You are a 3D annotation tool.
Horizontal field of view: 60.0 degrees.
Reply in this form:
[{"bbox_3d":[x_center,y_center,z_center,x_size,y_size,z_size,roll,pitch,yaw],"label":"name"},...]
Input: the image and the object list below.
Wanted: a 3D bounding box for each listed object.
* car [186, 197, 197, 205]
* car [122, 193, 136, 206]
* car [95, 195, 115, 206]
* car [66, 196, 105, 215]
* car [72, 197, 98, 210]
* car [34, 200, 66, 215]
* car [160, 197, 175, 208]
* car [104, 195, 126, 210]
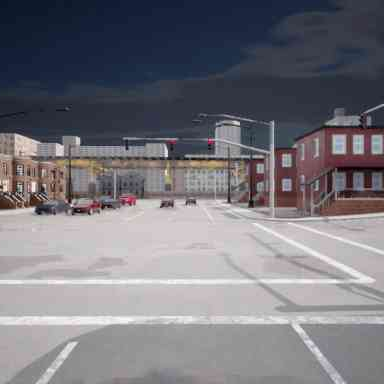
[{"bbox_3d":[-0.168,1.526,58.619,1.812,1.442,4.674,0,0,0],"label":"car"},{"bbox_3d":[-10.722,1.221,55.060,2.150,2.045,5.566,0,0,1],"label":"car"},{"bbox_3d":[-14.228,1.352,54.613,2.097,1.767,4.553,0,0,0],"label":"car"},{"bbox_3d":[-10.685,1.478,33.884,1.882,1.535,5.008,0,0,0],"label":"car"},{"bbox_3d":[-14.211,1.478,44.341,1.882,1.535,5.008,0,0,0],"label":"car"},{"bbox_3d":[-14.188,1.547,34.300,2.033,1.411,5.357,0,0,0],"label":"car"},{"bbox_3d":[-3.538,1.525,48.871,1.812,1.442,4.674,0,0,0],"label":"car"},{"bbox_3d":[-10.709,1.547,44.363,2.033,1.411,5.357,0,0,0],"label":"car"}]
